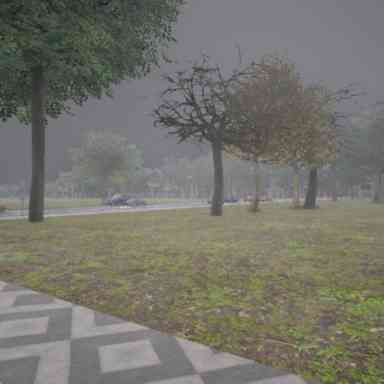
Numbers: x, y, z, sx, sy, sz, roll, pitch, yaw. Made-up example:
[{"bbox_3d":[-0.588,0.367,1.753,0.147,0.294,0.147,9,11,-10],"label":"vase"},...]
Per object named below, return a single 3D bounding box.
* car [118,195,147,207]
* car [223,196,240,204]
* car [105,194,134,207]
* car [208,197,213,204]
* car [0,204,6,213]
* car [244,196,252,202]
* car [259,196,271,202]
[{"bbox_3d":[-9.147,1.657,52.978,1.994,1.385,4.181,-1,-1,36],"label":"car"},{"bbox_3d":[7.566,1.572,65.010,1.837,1.490,4.892,-1,-1,35],"label":"car"},{"bbox_3d":[-11.735,1.350,54.955,2.150,2.045,5.566,-1,-1,36],"label":"car"},{"bbox_3d":[4.907,1.666,66.880,1.994,1.385,4.181,-1,-1,35],"label":"car"},{"bbox_3d":[-21.923,1.627,34.993,1.994,1.385,4.181,-1,0,35],"label":"car"},{"bbox_3d":[14.009,1.672,79.889,1.812,1.442,4.674,-1,-1,35],"label":"car"},{"bbox_3d":[17.263,1.668,78.860,1.994,1.385,4.181,-1,-1,35],"label":"car"}]
